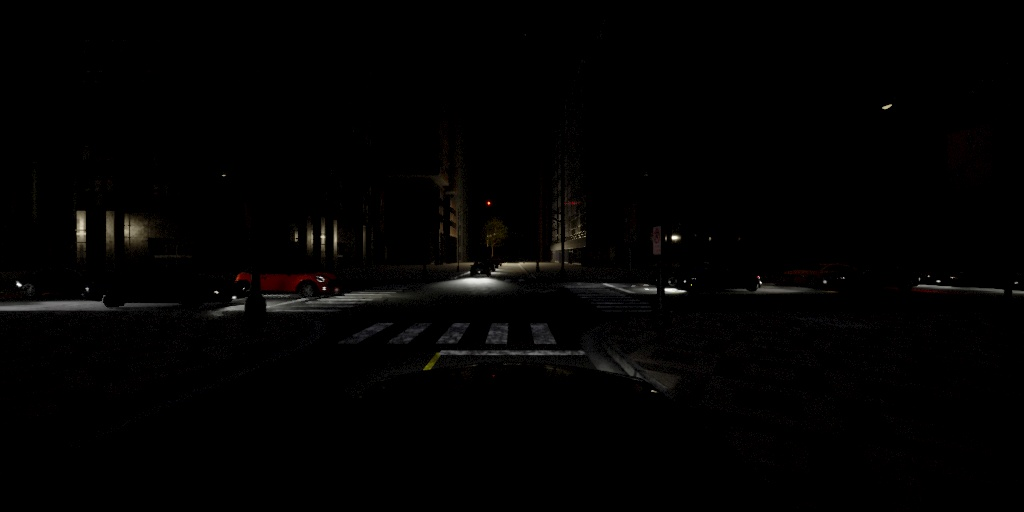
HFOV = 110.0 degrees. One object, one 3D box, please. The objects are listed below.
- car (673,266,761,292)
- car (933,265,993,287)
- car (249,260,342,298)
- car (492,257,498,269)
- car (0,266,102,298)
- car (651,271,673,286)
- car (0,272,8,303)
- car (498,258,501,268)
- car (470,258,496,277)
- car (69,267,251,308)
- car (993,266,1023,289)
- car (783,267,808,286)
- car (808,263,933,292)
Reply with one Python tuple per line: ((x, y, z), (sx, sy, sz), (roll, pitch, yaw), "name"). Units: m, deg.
((12.184, 1.323, 21.125), (4.181, 1.385, 1.994), (0, 0, 0), "car")
((31.566, 1.326, 24.287), (5.357, 1.411, 2.033), (0, 0, 0), "car")
((-10.944, 1.094, 17.772), (4.553, 1.767, 2.097), (0, 0, 0), "car")
((-3.103, 1.252, 46.061), (1.837, 1.490, 4.892), (0, 0, 0), "car")
((-21.389, 1.228, 17.815), (4.902, 1.511, 2.128), (0, 0, 0), "car")
((12.095, 1.354, 24.377), (4.718, 1.301, 1.895), (0, 0, 3), "car")
((-24.169, 1.342, 14.577), (4.718, 1.301, 1.895), (0, 0, 0), "car")
((-3.115, 1.311, 56.046), (1.994, 1.385, 4.181), (0, 0, 0), "car")
((-3.085, 1.239, 36.106), (2.128, 1.511, 4.902), (0, 0, 0), "car")
((-13.917, 1.294, 14.533), (5.357, 1.411, 2.033), (0, 0, 0), "car")
((31.948, 1.311, 21.034), (4.674, 1.442, 1.812), (0, 0, 0), "car")
((21.230, 1.242, 24.335), (5.008, 1.535, 1.882), (0, 0, 0), "car")
((20.880, 1.262, 21.087), (4.902, 1.511, 2.128), (0, 0, 0), "car")
